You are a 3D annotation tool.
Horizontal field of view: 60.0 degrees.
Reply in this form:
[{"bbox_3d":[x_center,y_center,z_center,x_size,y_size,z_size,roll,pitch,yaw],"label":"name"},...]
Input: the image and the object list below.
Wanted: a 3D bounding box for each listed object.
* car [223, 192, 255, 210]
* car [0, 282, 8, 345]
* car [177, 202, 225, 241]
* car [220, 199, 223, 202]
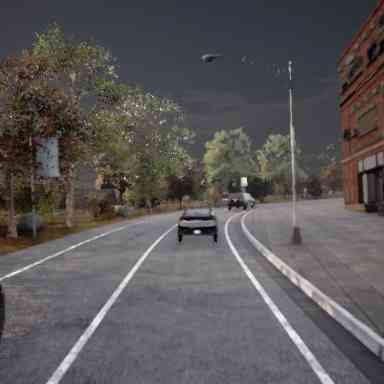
[{"bbox_3d":[5.889,1.048,39.382,2.150,2.045,5.566,-3,-1,24],"label":"car"},{"bbox_3d":[-3.332,1.496,2.375,2.128,1.511,4.902,0,0,0],"label":"car"},{"bbox_3d":[0.352,1.467,16.589,2.128,1.511,4.902,0,0,3],"label":"car"},{"bbox_3d":[4.856,1.463,44.816,1.812,1.442,4.674,-3,-1,29],"label":"car"}]
